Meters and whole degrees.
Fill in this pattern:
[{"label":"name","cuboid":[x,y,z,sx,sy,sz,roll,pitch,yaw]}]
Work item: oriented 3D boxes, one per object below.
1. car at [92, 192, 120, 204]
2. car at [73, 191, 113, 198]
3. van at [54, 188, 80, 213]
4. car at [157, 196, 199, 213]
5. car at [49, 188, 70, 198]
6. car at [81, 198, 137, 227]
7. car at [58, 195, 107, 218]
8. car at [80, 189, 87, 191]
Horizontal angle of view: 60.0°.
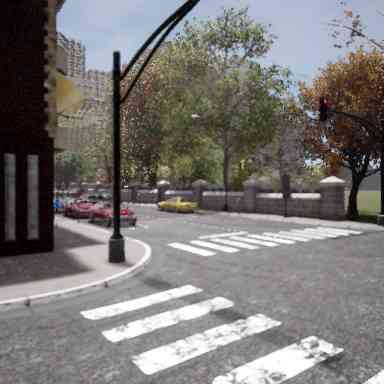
[{"label":"car","cuboid":[-10.989,0.771,42.306,2.008,1.369,4.403,1,0,-36]},{"label":"car","cuboid":[-8.559,0.951,29.114,1.837,1.490,4.892,0,1,-36]},{"label":"van","cuboid":[-11.244,0.776,28.426,1.690,1.788,3.998,1,0,-36]},{"label":"car","cuboid":[-1.311,1.035,29.014,1.752,1.417,4.829,1,0,-36]},{"label":"car","cuboid":[-24.020,0.150,60.210,2.192,1.841,5.009,1,0,-36]},{"label":"car","cuboid":[-4.731,1.213,19.474,1.802,1.307,4.206,1,0,-36]},{"label":"car","cuboid":[-7.990,1.115,23.950,1.802,1.307,4.206,1,0,-36]},{"label":"car","cuboid":[-14.249,0.689,46.783,1.947,1.339,4.313,1,0,-36]}]
